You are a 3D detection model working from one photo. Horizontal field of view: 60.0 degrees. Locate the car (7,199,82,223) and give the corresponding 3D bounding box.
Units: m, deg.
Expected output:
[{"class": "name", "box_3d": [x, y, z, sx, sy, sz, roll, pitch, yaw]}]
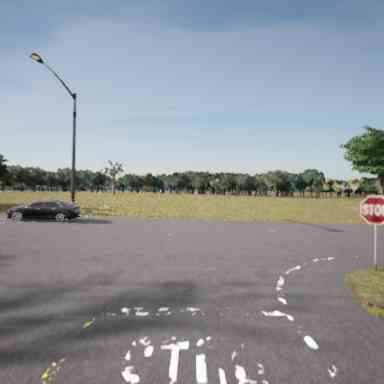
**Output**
[{"class": "car", "box_3d": [-10.126, 1.280, 22.954, 4.892, 1.490, 1.837, 2, 1, 0]}]
